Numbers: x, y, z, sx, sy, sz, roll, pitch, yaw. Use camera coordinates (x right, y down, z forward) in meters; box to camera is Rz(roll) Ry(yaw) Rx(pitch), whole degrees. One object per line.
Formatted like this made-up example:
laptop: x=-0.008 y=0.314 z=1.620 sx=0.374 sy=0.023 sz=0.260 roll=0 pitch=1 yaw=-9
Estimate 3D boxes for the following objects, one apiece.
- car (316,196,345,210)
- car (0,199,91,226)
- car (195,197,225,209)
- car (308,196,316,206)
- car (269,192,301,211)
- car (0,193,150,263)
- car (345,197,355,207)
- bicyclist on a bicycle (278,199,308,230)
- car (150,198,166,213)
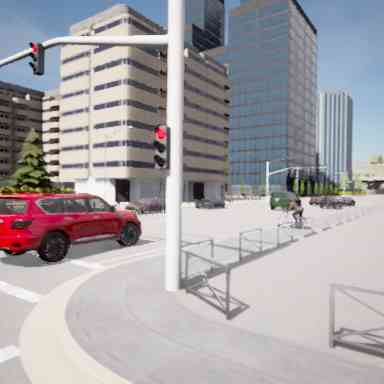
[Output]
car: x=17.339 y=1.342 z=41.495 sx=1.837 sy=1.490 sz=4.892 roll=1 pitch=1 yaw=35
car: x=-9.501 y=1.234 z=21.921 sx=2.033 sy=1.411 sz=5.357 roll=1 pitch=1 yaw=35
car: x=2.121 y=1.243 z=38.412 sx=1.994 sy=1.385 sz=4.181 roll=1 pitch=1 yaw=37
car: x=19.094 y=1.328 z=50.080 sx=2.033 sy=1.411 sz=5.357 roll=1 pitch=1 yaw=35
car: x=10.740 y=1.010 z=38.186 sx=2.150 sy=2.045 sz=5.566 roll=1 pitch=1 yaw=35
car: x=-4.168 y=1.066 z=11.746 sx=2.150 sy=2.045 sz=5.566 roll=0 pitch=0 yaw=31
car: x=22.738 y=1.381 z=49.177 sx=2.033 sy=1.411 sz=5.357 roll=1 pitch=1 yaw=35
bicyclist on a bicycle: x=5.455 y=1.207 z=18.006 sx=1.656 sy=1.620 sz=0.582 roll=1 pitch=1 yaw=35
car: x=-3.699 y=1.230 z=30.173 sx=2.033 sy=1.411 sz=5.357 roll=1 pitch=1 yaw=35
